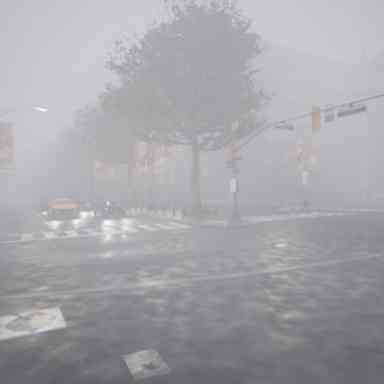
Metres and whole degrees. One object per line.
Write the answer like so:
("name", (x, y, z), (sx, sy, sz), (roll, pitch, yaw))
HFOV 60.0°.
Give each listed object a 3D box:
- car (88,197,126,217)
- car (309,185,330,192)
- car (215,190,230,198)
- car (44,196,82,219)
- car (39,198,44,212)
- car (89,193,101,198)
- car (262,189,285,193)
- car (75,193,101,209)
("car", (-7.126, 1.368, 28.340), (1.895, 1.301, 4.718), (-1, 1, -29))
("car", (32.077, -0.652, 83.622), (2.435, 2.045, 5.566), (-1, 1, -29))
("car", (5.932, 0.413, 68.734), (2.161, 1.482, 4.786), (-1, 1, -29))
("car", (-10.992, 1.319, 28.109), (1.882, 1.535, 5.008), (-1, 1, -29))
("car", (-16.021, 1.363, 37.325), (2.033, 1.411, 5.357), (-1, 1, -28))
("car", (-24.386, 0.881, 83.799), (1.895, 1.301, 4.718), (-1, 1, -29))
("car", (15.426, 0.256, 60.039), (2.002, 1.452, 4.674), (-1, 1, -29))
("car", (-12.091, 1.233, 37.415), (2.128, 1.511, 4.902), (-1, 1, -29))
